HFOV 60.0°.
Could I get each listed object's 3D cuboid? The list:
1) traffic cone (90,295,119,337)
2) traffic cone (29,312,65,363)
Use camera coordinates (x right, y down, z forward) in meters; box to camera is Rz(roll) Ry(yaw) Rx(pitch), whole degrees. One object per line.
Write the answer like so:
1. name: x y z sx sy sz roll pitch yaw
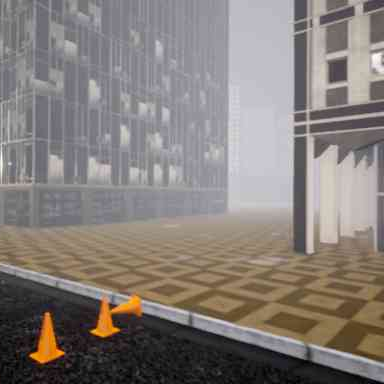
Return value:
1. traffic cone: -1.429 1.986 5.445 0.340 0.580 0.340 0 0 36
2. traffic cone: -2.016 1.980 4.635 0.340 0.580 0.340 0 0 36
